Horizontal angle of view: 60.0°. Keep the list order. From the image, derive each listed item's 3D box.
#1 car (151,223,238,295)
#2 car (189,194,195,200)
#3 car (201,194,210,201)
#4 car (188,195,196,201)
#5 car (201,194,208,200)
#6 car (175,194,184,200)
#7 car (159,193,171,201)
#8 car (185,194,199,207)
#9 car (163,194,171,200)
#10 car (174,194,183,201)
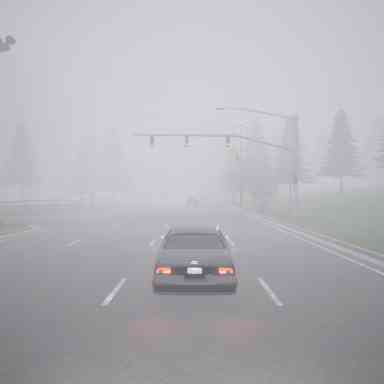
[{"bbox_3d":[0.068,1.547,8.852,2.033,1.411,5.357,0,0,0],"label":"car"},{"bbox_3d":[0.019,1.310,93.954,1.882,1.535,5.008,0,0,0],"label":"car"},{"bbox_3d":[3.517,1.492,83.533,1.837,1.490,4.892,0,0,0],"label":"car"},{"bbox_3d":[0.017,1.531,83.534,2.033,1.411,5.357,0,0,0],"label":"car"},{"bbox_3d":[3.519,1.310,93.953,1.882,1.535,5.008,0,0,0],"label":"car"},{"bbox_3d":[-3.481,1.357,93.955,2.128,1.511,4.902,0,0,0],"label":"car"},{"bbox_3d":[-6.983,1.217,83.565,2.150,2.045,5.566,0,0,0],"label":"car"},{"bbox_3d":[0.009,1.352,52.891,2.097,1.767,4.553,0,0,0],"label":"car"},{"bbox_3d":[-6.981,1.385,93.955,1.994,1.385,4.181,0,0,0],"label":"car"},{"bbox_3d":[-3.483,1.517,83.951,1.812,1.442,4.674,0,0,0],"label":"car"}]
